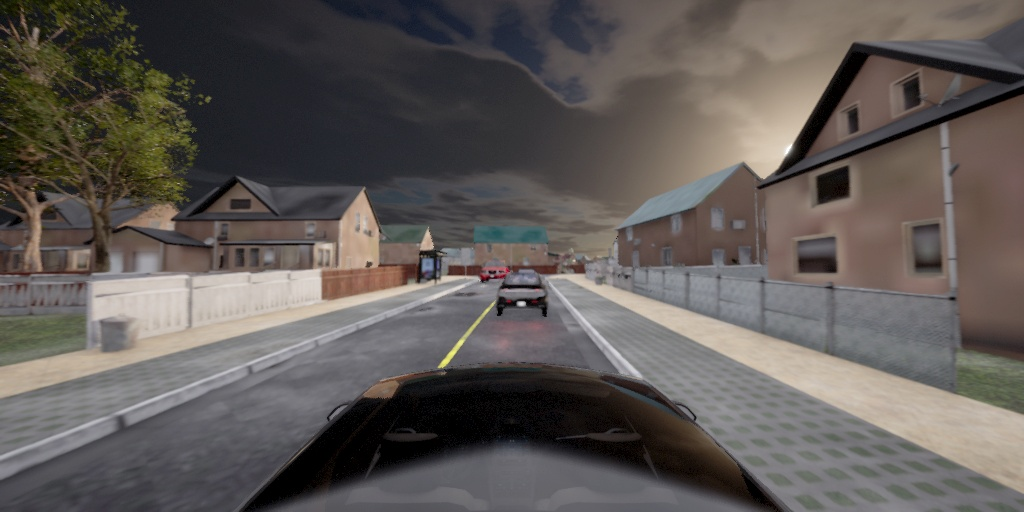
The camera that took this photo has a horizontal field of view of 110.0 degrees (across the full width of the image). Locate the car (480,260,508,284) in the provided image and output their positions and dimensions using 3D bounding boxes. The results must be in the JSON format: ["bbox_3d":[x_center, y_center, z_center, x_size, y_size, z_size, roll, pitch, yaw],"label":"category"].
[{"bbox_3d":[-1.488,1.371,32.542,2.150,2.045,5.566,0,-1,3],"label":"car"}]

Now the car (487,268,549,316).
[{"bbox_3d":[0.444,1.393,14.220,2.128,1.511,4.902,0,-1,3],"label":"car"}]

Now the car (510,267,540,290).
[{"bbox_3d":[1.052,1.620,27.056,2.033,1.411,5.357,0,-1,3],"label":"car"}]
